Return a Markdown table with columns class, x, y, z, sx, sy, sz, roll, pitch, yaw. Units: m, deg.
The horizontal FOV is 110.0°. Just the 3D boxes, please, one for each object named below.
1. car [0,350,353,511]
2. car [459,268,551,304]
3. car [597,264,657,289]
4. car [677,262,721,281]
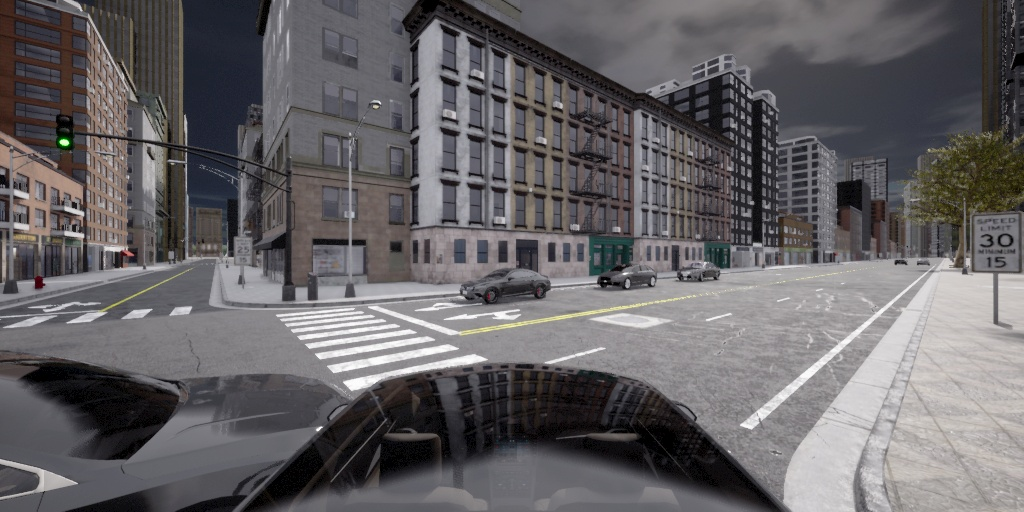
| class | x | y | z | sx | sy | sz | roll | pitch | yaw |
| --- | --- | --- | --- | --- | --- | --- | --- | --- | --- |
| car | -3.239 | 1.257 | 1.646 | 4.892 | 1.490 | 1.837 | 0 | 0 | -35 |
| car | -0.194 | 1.285 | 16.647 | 4.674 | 1.442 | 1.812 | 0 | 0 | -40 |
| car | 7.440 | 1.256 | 22.942 | 4.892 | 1.490 | 1.837 | 0 | 0 | -39 |
| car | 15.389 | 1.233 | 29.486 | 4.902 | 1.511 | 2.128 | 0 | 0 | -39 |
